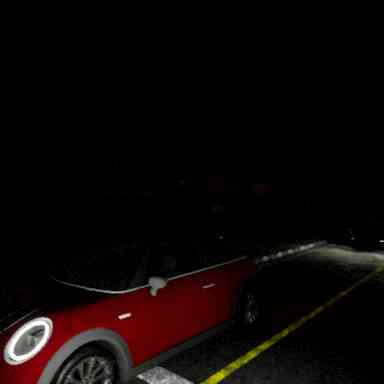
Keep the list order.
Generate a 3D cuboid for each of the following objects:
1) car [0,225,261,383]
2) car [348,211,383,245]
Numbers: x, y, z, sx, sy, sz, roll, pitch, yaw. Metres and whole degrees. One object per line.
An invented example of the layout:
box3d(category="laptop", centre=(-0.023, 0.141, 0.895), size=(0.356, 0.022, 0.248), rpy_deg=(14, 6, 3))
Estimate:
box3d(category="car", centre=(-0.858, 1.402, 5.018), size=(2.097, 1.767, 4.553), rpy_deg=(0, -1, 42))
box3d(category="car", centre=(9.288, 1.704, 16.410), size=(1.882, 1.535, 5.008), rpy_deg=(0, 0, 42))
